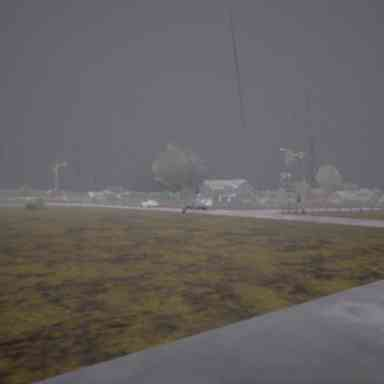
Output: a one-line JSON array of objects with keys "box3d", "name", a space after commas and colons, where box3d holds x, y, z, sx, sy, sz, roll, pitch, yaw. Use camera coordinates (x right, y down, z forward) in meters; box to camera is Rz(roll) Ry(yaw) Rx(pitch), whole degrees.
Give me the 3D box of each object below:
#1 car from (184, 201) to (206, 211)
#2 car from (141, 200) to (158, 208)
[{"box3d": [0.363, 2.157, 51.793, 1.994, 1.385, 4.181, 0, -1, -35], "name": "car"}, {"box3d": [-8.127, 2.313, 63.622, 1.812, 1.442, 4.674, 0, -1, -36], "name": "car"}]
